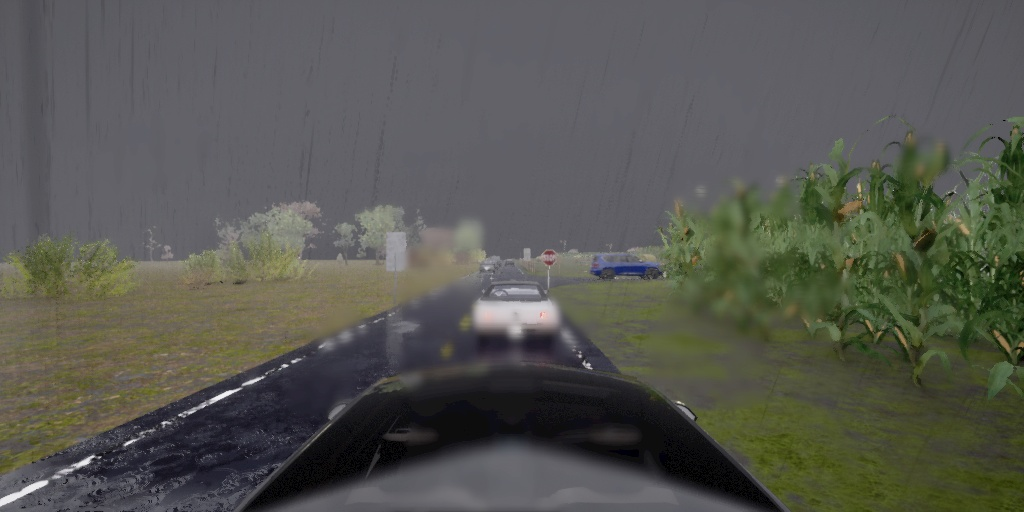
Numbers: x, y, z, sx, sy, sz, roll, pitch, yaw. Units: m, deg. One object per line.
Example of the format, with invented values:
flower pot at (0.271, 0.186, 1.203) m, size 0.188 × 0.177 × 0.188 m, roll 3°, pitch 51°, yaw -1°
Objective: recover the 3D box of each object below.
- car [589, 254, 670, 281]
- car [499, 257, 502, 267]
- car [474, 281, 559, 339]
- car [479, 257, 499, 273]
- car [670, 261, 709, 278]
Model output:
car at (8.861, 0.857, 28.011) m, size 5.566 × 2.045 × 2.150 m, roll -1°, pitch 0°, yaw 3°
car at (-3.116, 1.278, 55.862) m, size 2.128 × 1.511 × 4.902 m, roll 0°, pitch 0°, yaw 0°
car at (0.099, 1.352, 10.106) m, size 1.895 × 1.301 × 4.718 m, roll 0°, pitch 0°, yaw 0°
car at (-2.951, 1.262, 43.616) m, size 2.128 × 1.511 × 4.902 m, roll 0°, pitch 0°, yaw -2°
car at (14.388, 1.134, 31.123) m, size 4.892 × 1.490 × 1.837 m, roll -1°, pitch -1°, yaw -1°
